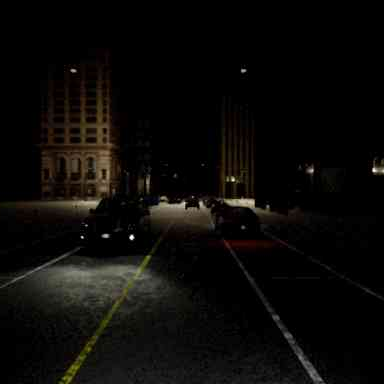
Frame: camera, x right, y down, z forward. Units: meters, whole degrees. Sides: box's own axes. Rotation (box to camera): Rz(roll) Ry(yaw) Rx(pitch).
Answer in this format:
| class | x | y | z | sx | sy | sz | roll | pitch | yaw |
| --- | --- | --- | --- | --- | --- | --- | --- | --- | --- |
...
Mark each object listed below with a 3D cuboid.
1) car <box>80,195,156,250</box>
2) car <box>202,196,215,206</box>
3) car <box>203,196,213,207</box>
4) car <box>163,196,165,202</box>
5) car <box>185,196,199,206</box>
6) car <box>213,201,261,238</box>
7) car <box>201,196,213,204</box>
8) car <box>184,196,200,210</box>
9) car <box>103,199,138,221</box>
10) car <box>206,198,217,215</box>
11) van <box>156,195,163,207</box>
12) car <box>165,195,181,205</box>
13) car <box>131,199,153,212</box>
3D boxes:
| class | x | y | z | sx | sy | sz | roll | pitch | yaw |
| --- | --- | --- | --- | --- | --- | --- | --- | --- | --- |
| car | -3.099 | 1.219 | 14.703 | 2.150 | 2.045 | 5.566 | 0 | 0 | 0 |
| car | 2.764 | 1.409 | 55.567 | 1.967 | 1.590 | 4.097 | 0 | 0 | 0 |
| car | 2.763 | 1.505 | 44.455 | 1.752 | 1.417 | 4.829 | 0 | 0 | 0 |
| car | -5.761 | 1.506 | 66.848 | 2.008 | 1.369 | 4.403 | 0 | 0 | 0 |
| car | 0.004 | 1.460 | 55.426 | 2.128 | 1.511 | 4.902 | 0 | 0 | 0 |
| car | 2.362 | 1.474 | 17.818 | 1.882 | 1.535 | 5.008 | 0 | 0 | 0 |
| car | 2.764 | 1.513 | 61.208 | 2.008 | 1.369 | 4.403 | 0 | 0 | 0 |
| car | 0.066 | 1.507 | 43.517 | 1.812 | 1.442 | 4.674 | 0 | 0 | 0 |
| car | -5.764 | 1.432 | 27.361 | 1.967 | 1.590 | 4.097 | 0 | 0 | 0 |
| car | 2.762 | 1.555 | 33.003 | 1.947 | 1.339 | 4.313 | 0 | 0 | 0 |
| van | -5.762 | 1.315 | 49.925 | 1.690 | 1.788 | 3.998 | 0 | 0 | 0 |
| car | -2.996 | 1.329 | 57.340 | 2.097 | 1.767 | 4.553 | 0 | 0 | 0 |
| car | -5.763 | 1.550 | 38.644 | 1.947 | 1.339 | 4.313 | 0 | 0 | 0 |
